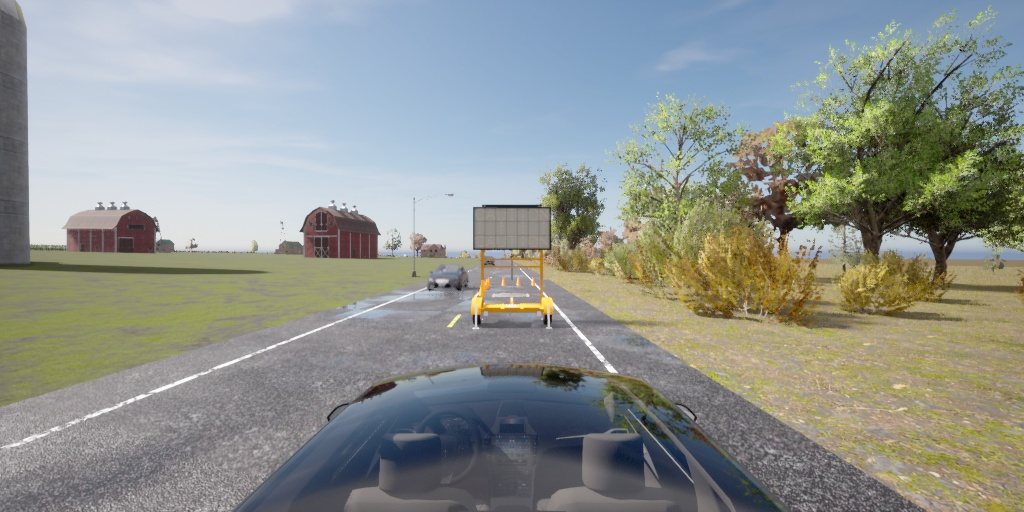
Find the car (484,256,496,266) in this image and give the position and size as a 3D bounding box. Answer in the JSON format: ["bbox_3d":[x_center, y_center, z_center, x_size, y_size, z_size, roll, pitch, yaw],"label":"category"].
[{"bbox_3d":[-4.215,0.972,62.214,2.150,2.045,5.566,0,0,-1],"label":"car"}]

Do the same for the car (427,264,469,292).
[{"bbox_3d":[-3.677,1.239,21.218,2.128,1.511,4.902,0,0,0],"label":"car"}]

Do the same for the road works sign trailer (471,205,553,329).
[{"bbox_3d":[0.000,0.213,11.192,2.380,3.560,2.880,0,0,0],"label":"road works sign trailer"}]
